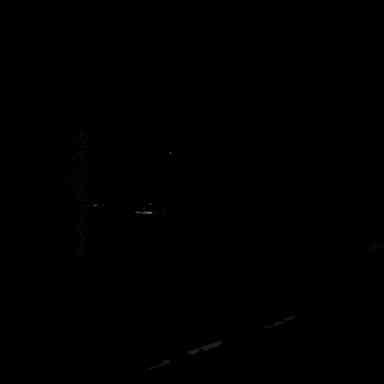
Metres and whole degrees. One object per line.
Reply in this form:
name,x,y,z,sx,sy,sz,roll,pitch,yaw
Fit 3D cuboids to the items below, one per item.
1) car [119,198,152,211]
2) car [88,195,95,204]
car,-6.249,1.350,36.631,1.895,1.301,4.718,0,0,-35
car,-16.602,1.182,51.450,1.837,1.490,4.892,0,0,-35
